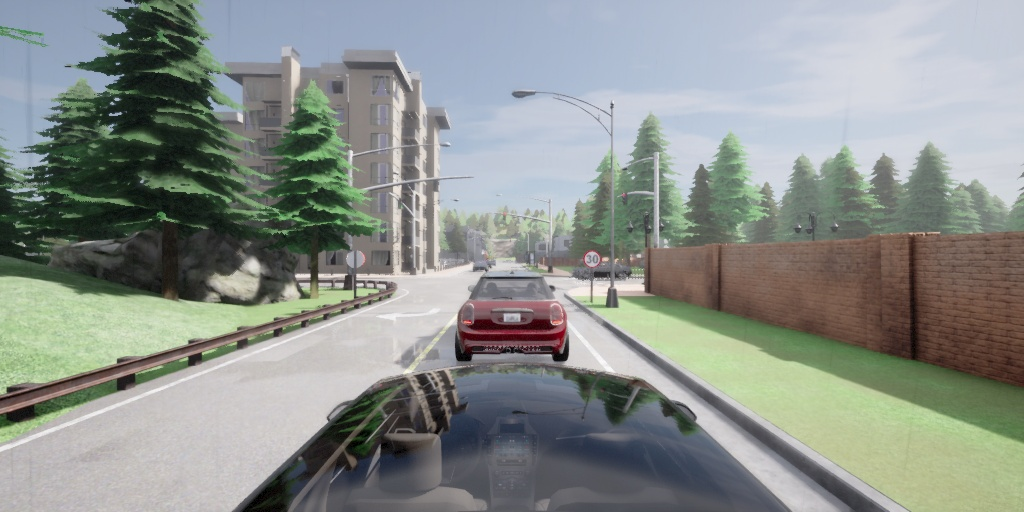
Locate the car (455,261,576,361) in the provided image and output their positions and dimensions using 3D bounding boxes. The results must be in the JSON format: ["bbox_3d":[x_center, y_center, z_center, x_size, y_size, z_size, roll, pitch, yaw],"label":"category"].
[{"bbox_3d":[0.001,1.102,8.417,2.097,1.767,4.553,0,0,0],"label":"car"}]

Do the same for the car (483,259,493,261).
[{"bbox_3d":[-4.000,1.297,46.712,2.033,1.411,5.357,0,0,0],"label":"car"}]

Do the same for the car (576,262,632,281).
[{"bbox_3d":[7.287,1.229,29.311,4.902,1.511,2.128,0,0,-7],"label":"car"}]

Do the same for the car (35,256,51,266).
[{"bbox_3d":[-31.776,0.988,24.699,5.566,2.045,2.150,0,0,-1],"label":"car"}]
